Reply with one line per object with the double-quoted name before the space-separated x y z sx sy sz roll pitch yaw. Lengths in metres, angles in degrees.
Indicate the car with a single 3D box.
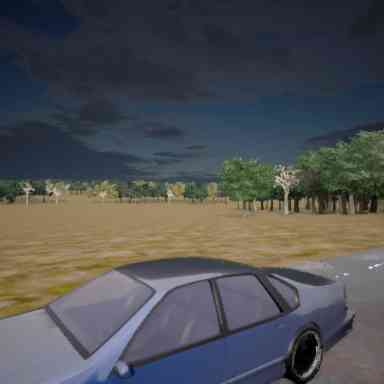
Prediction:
"car" -0.249 1.547 3.843 5.357 1.411 2.033 0 0 -36
